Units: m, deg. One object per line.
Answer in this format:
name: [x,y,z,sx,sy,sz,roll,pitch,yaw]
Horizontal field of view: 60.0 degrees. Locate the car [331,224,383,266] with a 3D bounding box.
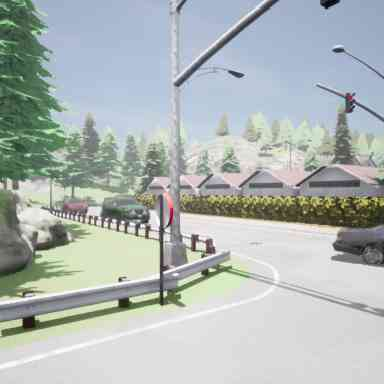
car: [7.284,1.614,10.312,5.357,1.411,2.033,0,0,37]

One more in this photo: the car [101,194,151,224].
car: [-5.328,1.416,26.141,2.150,2.045,5.566,0,0,-35]

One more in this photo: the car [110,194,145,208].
car: [-10.432,1.398,54.088,2.150,2.045,5.566,0,0,37]

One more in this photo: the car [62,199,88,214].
car: [-13.334,1.542,37.830,2.097,1.767,4.553,0,0,-32]
